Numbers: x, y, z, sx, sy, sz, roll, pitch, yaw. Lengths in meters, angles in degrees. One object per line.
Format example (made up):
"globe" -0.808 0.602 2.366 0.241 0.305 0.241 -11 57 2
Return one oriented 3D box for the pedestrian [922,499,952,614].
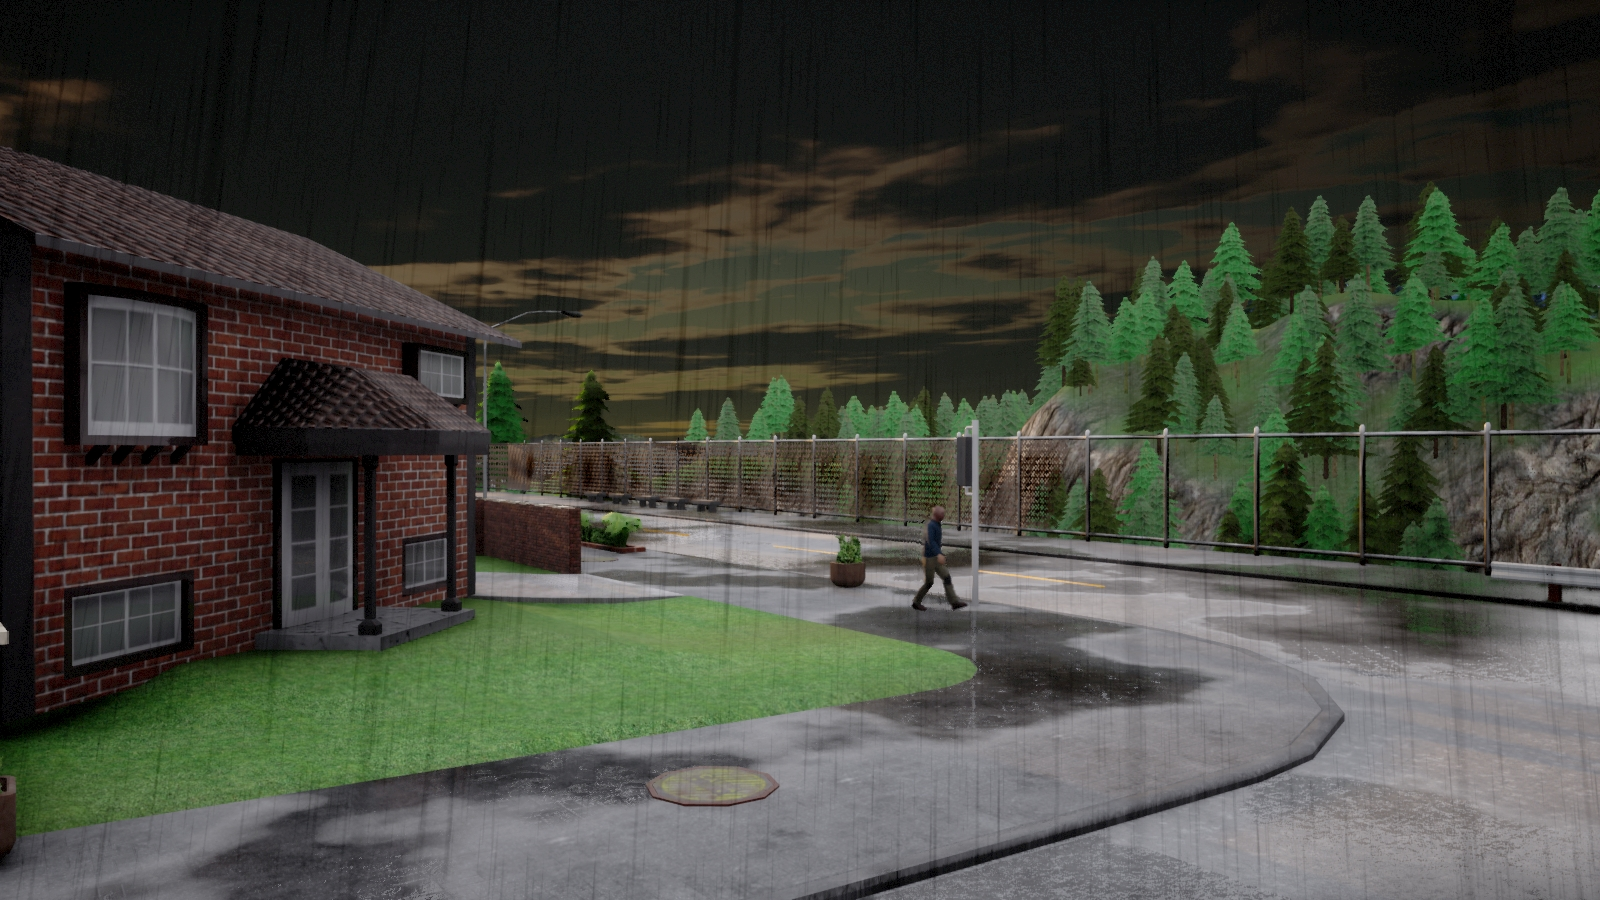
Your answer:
"pedestrian" 2.267 1.745 18.885 0.375 1.860 0.375 0 0 31
